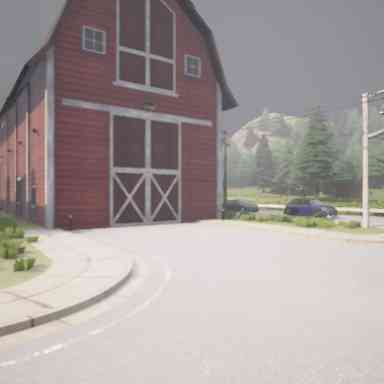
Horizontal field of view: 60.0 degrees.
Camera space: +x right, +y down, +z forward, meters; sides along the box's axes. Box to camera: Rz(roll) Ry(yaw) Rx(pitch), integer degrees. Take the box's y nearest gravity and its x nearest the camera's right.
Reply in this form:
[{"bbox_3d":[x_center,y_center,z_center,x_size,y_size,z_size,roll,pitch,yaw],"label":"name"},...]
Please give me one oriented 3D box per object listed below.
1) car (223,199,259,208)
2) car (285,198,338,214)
[{"bbox_3d":[5.290,1.539,36.576,1.837,1.490,4.892,0,0,-34],"label":"car"},{"bbox_3d":[10.389,1.386,29.132,2.097,1.767,4.553,0,0,-34],"label":"car"}]
